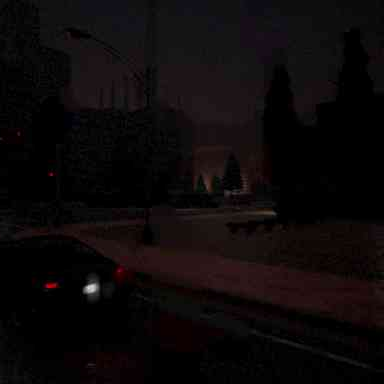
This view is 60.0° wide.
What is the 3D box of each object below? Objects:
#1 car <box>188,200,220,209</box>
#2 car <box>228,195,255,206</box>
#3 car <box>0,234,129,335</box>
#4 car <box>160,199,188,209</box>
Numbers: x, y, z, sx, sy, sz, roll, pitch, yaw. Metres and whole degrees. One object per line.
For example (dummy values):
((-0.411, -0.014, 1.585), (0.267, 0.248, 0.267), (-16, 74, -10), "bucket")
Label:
((2.039, 1.846, 49.045), (1.895, 1.301, 4.718), (0, 0, 41), "car")
((9.225, 1.876, 62.361), (1.837, 1.490, 4.892), (0, 0, 41), "car")
((-3.213, 1.589, 6.903), (4.181, 1.385, 1.994), (0, 0, 41), "car")
((-2.517, 1.708, 49.172), (1.882, 1.535, 5.008), (0, 0, 41), "car")
